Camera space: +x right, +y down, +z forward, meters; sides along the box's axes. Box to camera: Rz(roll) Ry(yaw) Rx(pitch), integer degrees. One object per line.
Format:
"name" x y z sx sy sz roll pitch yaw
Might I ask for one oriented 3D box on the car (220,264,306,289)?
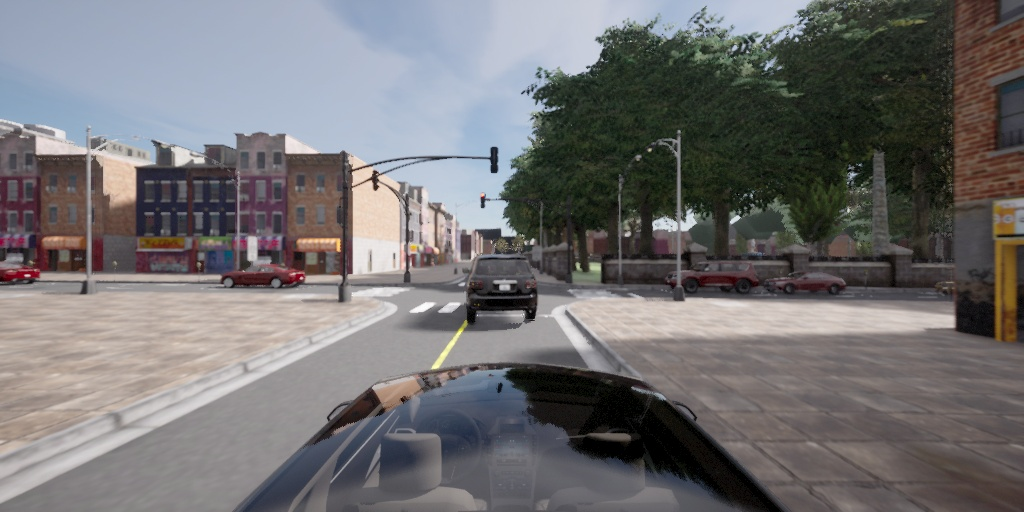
"car" -14.712 1.166 21.244 4.507 1.381 1.888 0 0 0

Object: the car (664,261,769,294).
"car" 11.716 1.217 21.145 5.009 1.841 2.192 0 0 0

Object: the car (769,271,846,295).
"car" 17.165 1.547 21.124 4.207 1.307 1.802 0 0 0

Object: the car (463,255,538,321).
"car" -0.534 0.981 12.632 2.150 2.045 5.566 0 0 -7

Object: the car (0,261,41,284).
"car" -31.022 1.009 21.305 4.507 1.381 1.888 0 0 0

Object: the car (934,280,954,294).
"car" 27.892 1.621 21.084 4.829 1.417 1.751 0 0 0

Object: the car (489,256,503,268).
"car" -2.765 0.984 63.451 2.150 2.045 5.566 0 0 1
